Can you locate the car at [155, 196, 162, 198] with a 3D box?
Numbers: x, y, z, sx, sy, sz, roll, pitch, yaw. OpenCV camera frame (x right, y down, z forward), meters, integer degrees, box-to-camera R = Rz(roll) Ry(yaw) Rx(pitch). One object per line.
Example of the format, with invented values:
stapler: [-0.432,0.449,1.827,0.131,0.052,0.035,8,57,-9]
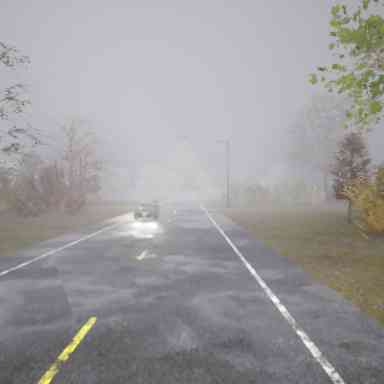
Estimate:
car: [-6.991,1.601,69.212,2.033,1.411,5.357,0,0,-6]

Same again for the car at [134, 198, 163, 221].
car: [-3.705,1.544,28.201,2.128,1.511,4.902,0,0,-1]
